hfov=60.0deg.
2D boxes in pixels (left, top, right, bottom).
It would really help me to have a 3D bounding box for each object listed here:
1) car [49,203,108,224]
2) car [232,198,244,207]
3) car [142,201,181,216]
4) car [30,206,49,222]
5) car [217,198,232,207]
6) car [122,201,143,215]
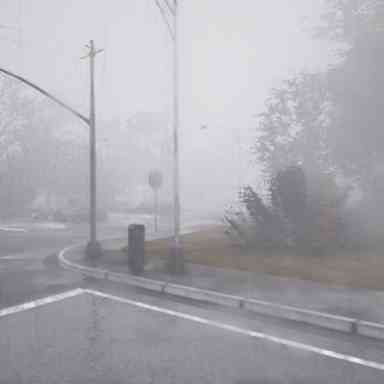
[{"bbox_3d":[-8.796,1.759,26.675,1.994,1.385,4.181,-1,0,32],"label":"car"},{"bbox_3d":[8.976,1.703,54.716,2.128,1.511,4.902,-1,0,33],"label":"car"},{"bbox_3d":[-2.978,1.763,35.901,1.994,1.385,4.181,-1,0,32],"label":"car"},{"bbox_3d":[-11.530,1.718,28.903,2.128,1.511,4.902,-1,0,32],"label":"car"},{"bbox_3d":[6.018,1.748,56.586,1.837,1.490,4.892,-1,-1,33],"label":"car"},{"bbox_3d":[-5.885,1.758,37.854,1.812,1.442,4.674,-1,0,32],"label":"car"}]
